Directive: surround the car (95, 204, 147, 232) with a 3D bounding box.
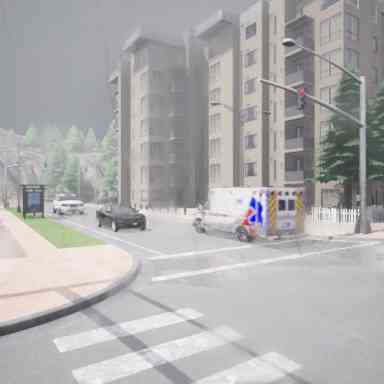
[{"bbox_3d":[-4.488,1.497,20.588,1.882,1.535,5.008,0,0,-32],"label":"car"}]

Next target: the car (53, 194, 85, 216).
[{"bbox_3d":[-12.439,1.242,33.319,2.150,2.045,5.566,0,0,-32],"label":"car"}]

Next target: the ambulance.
[{"bbox_3d":[2.422,1.050,16.332,2.351,2.431,6.366,0,0,-32],"label":"ambulance"}]
